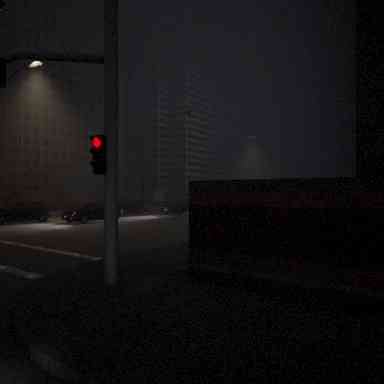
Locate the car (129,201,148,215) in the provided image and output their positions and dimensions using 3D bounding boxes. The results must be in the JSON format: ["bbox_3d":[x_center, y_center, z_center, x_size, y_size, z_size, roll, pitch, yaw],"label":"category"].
[{"bbox_3d":[-6.628,1.545,32.236,2.033,1.411,5.357,0,0,36],"label":"car"}]

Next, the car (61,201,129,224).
[{"bbox_3d":[-7.437,1.502,25.146,1.837,1.490,4.892,0,0,36],"label":"car"}]

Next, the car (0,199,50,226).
[{"bbox_3d":[-12.699,1.349,23.818,2.097,1.767,4.553,0,0,36],"label":"car"}]

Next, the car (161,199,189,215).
[{"bbox_3d":[-1.099,1.490,33.896,2.128,1.511,4.902,0,0,36],"label":"car"}]
